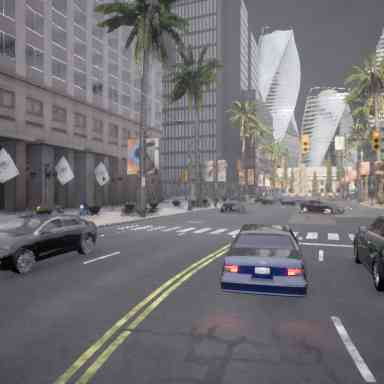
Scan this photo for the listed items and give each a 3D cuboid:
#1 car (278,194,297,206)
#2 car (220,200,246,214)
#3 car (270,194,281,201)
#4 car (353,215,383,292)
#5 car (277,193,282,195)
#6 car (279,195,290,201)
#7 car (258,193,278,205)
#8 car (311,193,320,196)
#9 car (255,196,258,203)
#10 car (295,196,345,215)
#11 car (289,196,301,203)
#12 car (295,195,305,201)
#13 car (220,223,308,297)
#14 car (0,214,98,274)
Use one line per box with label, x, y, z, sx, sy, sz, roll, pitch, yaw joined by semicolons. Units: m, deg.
car;16.120;1.547;55.648;2.033;1.411;5.357;0;0;22
car;4.436;1.564;35.585;1.994;1.385;4.181;0;0;21
car;22.554;1.354;89.830;2.185;1.767;4.553;0;0;21
car;5.661;1.352;8.755;2.097;1.767;4.553;0;0;18
car;17.627;1.225;68.807;2.150;2.045;5.566;0;0;21
car;22.796;1.551;81.858;1.994;1.385;4.181;0;0;22
car;13.407;1.478;58.281;1.882;1.535;5.008;0;0;21
car;31.016;1.553;83.679;1.994;1.385;4.181;0;0;21
car;14.451;1.513;69.450;2.161;1.482;4.786;0;0;21
car;13.313;1.505;34.173;1.837;1.490;4.892;-2;1;-27
car;21.347;1.553;68.700;1.994;1.385;4.181;0;0;21
car;26.592;1.552;81.951;1.994;1.385;4.181;0;0;22
car;1.946;1.547;8.787;2.033;1.411;5.357;0;0;14
car;-4.970;1.491;10.764;2.128;1.511;4.902;0;0;17
